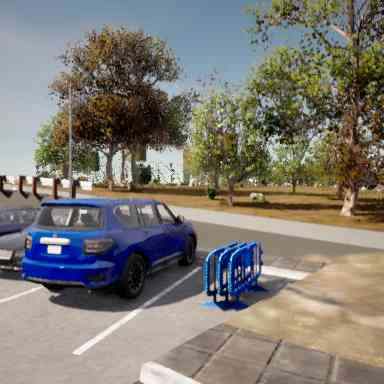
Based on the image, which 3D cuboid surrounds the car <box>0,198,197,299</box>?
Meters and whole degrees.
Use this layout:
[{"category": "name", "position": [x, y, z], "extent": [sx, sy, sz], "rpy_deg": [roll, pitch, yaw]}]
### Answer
[{"category": "car", "position": [-1.620, 1.193, 8.593], "extent": [2.435, 2.045, 5.566], "rpy_deg": [0, -1, 19]}]
